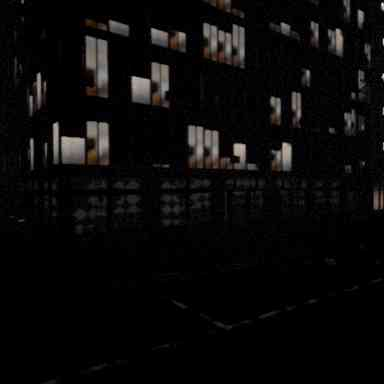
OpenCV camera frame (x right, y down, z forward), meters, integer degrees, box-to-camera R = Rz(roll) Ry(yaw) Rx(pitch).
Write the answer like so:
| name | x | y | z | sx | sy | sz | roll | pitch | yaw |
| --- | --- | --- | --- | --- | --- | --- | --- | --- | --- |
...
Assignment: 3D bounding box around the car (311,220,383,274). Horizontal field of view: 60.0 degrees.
| name | x | y | z | sx | sy | sz | roll | pitch | yaw |
| --- | --- | --- | --- | --- | --- | --- | --- | --- | --- |
| car | 5.653 | 1.579 | 10.608 | 4.313 | 1.339 | 1.947 | 0 | -1 | -35 |
